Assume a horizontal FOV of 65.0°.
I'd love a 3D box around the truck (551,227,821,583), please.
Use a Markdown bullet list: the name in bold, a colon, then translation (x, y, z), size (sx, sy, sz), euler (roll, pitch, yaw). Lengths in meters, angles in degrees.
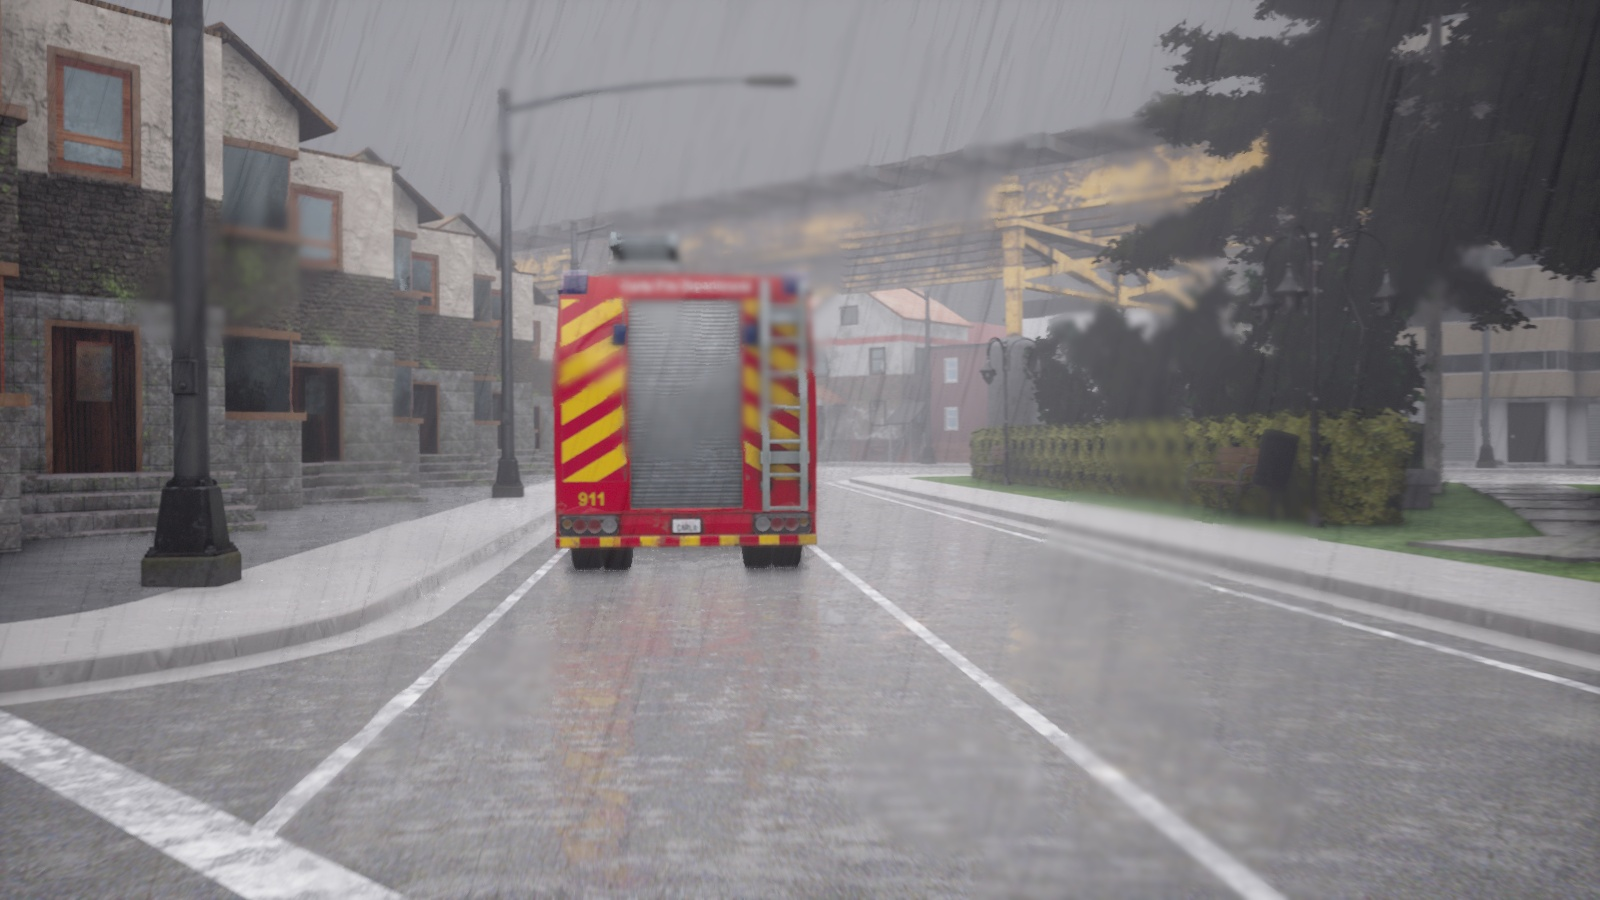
- **truck**: translation (-1.568, -0.511, 17.832), size (2.891, 3.827, 8.468), euler (0, 0, -5)
